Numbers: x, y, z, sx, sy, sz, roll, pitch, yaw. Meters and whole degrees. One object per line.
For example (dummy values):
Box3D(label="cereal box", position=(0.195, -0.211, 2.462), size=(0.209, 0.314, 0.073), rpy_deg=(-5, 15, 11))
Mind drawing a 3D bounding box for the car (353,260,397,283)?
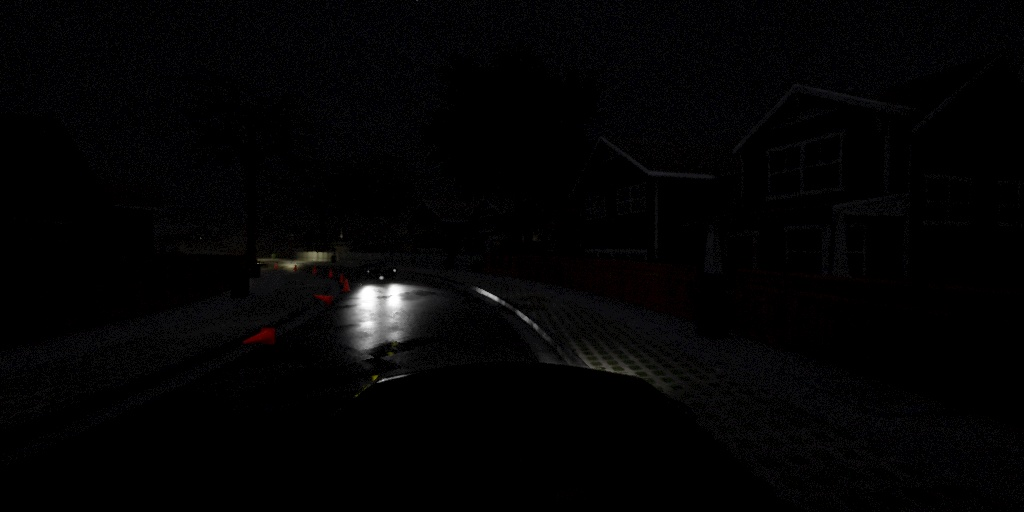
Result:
Box3D(label="car", position=(-8.589, 0.898, 22.357), size=(1.895, 1.301, 4.718), rpy_deg=(-1, 2, -31))

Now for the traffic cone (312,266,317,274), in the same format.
Box3D(label="traffic cone", position=(-15.905, 1.118, 28.920), size=(0.340, 0.580, 0.340), rpy_deg=(0, 0, -44))

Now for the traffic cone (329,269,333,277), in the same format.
Box3D(label="traffic cone", position=(-12.821, 1.194, 25.357), size=(0.340, 0.580, 0.340), rpy_deg=(0, 0, -38))

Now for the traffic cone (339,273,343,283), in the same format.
Box3D(label="traffic cone", position=(-10.169, 1.280, 21.464), size=(0.340, 0.580, 0.340), rpy_deg=(0, 0, -31))

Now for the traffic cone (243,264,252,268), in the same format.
Box3D(label="traffic cone", position=(-30.885, 0.856, 41.779), size=(0.340, 0.580, 0.340), rpy_deg=(0, 0, 40))

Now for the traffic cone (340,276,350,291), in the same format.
Box3D(label="traffic cone", position=(-7.982, 1.373, 17.291), size=(0.340, 0.580, 0.340), rpy_deg=(0, 0, -24))

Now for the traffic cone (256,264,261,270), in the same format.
Box3D(label="traffic cone", position=(-27.057, 0.922, 38.563), size=(0.340, 0.580, 0.340), rpy_deg=(0, 0, 40))

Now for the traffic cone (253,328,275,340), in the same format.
Box3D(label="traffic cone", position=(-5.217, 1.419, 7.680), size=(0.340, 0.580, 0.340), rpy_deg=(0, 0, -4))

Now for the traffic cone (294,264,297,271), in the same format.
Box3D(label="traffic cone", position=(-19.402, 1.052, 32.130), size=(0.340, 0.580, 0.340), rpy_deg=(0, 0, 40))

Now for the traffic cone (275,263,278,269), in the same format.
Box3D(label="traffic cone", position=(-23.230, 0.987, 35.346), size=(0.340, 0.580, 0.340), rpy_deg=(0, 0, 40))

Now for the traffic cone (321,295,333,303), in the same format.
Box3D(label="traffic cone", position=(-6.541, 1.304, 12.903), size=(0.340, 0.580, 0.340), rpy_deg=(0, 0, -7))
